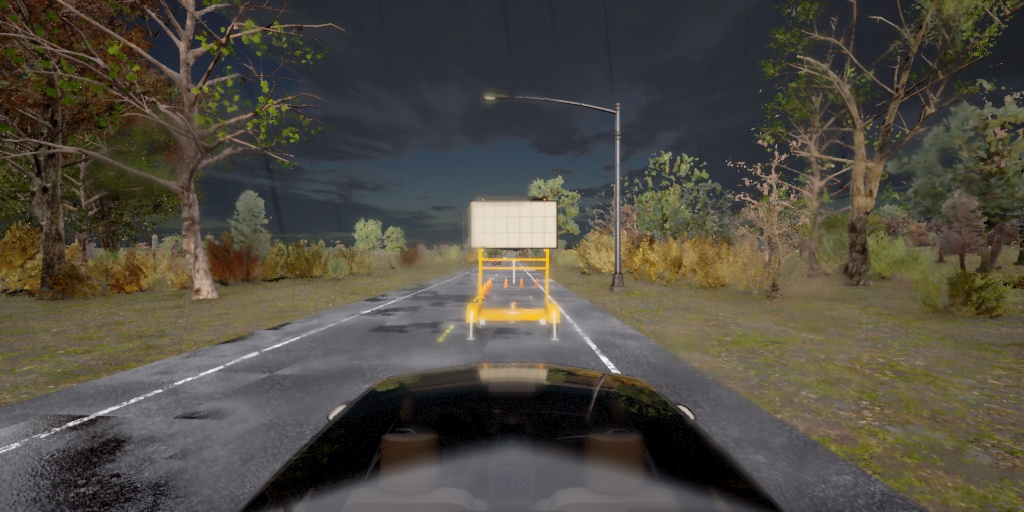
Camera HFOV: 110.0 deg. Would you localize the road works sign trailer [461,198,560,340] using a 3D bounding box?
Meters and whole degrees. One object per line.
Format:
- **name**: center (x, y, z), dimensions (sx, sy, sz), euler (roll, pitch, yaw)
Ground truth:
- **road works sign trailer**: center (0.055, 0.211, 9.930), dimensions (2.380, 3.560, 2.880), euler (0, 0, 2)
